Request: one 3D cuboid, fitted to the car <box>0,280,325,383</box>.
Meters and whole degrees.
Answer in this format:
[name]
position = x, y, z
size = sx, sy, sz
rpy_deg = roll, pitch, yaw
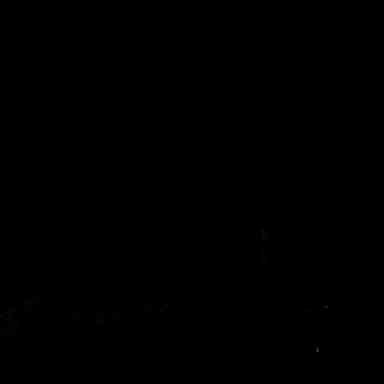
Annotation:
[car]
position = -0.896, 1.525, 2.433
size = 4.674, 1.442, 1.812
rpy_deg = 0, 0, -36
